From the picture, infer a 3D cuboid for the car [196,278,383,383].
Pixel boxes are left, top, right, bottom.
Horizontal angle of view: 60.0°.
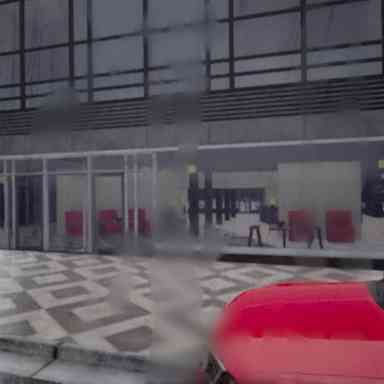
[{"bbox_3d":[2.752,1.223,2.096,5.566,2.045,2.150,0,0,16],"label":"car"}]
